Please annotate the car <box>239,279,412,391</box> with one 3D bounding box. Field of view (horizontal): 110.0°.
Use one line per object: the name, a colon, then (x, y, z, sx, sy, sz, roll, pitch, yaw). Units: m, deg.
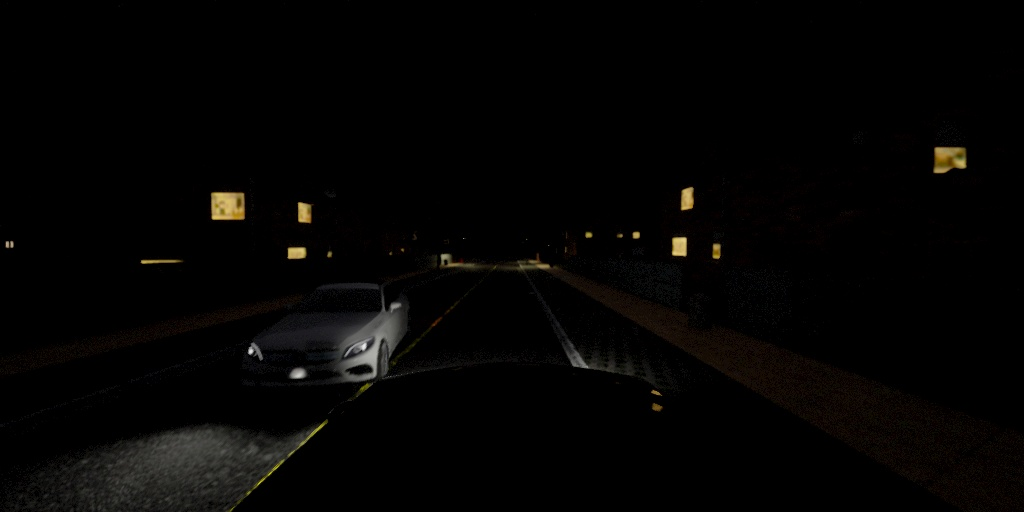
car: (-3.064, 1.208, 6.883, 1.812, 1.442, 4.674, 0, 1, -8)
